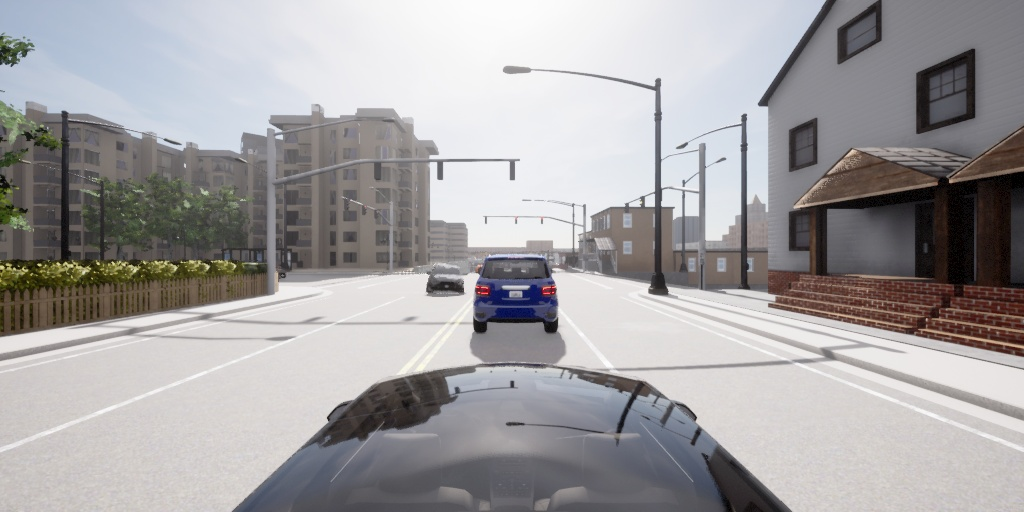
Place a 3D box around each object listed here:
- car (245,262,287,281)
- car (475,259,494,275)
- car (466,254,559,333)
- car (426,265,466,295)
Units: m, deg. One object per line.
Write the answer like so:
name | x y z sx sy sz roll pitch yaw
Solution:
car | -20.355 1.251 28.125 4.892 1.490 1.837 1 0 1
car | -3.549 1.506 46.939 2.097 1.767 4.553 1 -5 0
car | 0.103 0.971 10.918 2.150 2.045 5.566 0 0 0
car | -3.658 1.258 20.161 1.837 1.490 4.892 3 -1 -11
